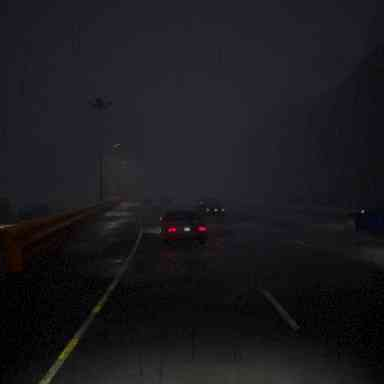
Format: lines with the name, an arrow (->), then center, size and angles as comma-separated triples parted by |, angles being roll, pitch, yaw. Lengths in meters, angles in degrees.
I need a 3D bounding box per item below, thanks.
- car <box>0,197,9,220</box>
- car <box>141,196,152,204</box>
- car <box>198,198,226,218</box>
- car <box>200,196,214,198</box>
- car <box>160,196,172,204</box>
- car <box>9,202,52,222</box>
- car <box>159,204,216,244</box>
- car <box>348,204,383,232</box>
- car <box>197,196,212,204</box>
car -> -16.594, 1.476, 27.092 | 2.150, 2.045, 5.566 | -1, 0, -10
car -> -8.396, 1.505, 61.947 | 2.128, 1.511, 4.902 | -1, 0, -10
car -> 1.371, 1.492, 28.906 | 2.033, 1.411, 5.357 | -1, 0, -12
car -> 2.238, 1.394, 41.965 | 1.882, 1.535, 5.008 | -1, 0, -11
car -> -4.957, 1.451, 62.366 | 1.882, 1.535, 5.008 | -1, 0, -9
car -> -13.153, 1.615, 27.742 | 1.882, 1.535, 5.008 | -1, 0, -10
car -> -0.494, 1.532, 15.670 | 2.033, 1.411, 5.357 | -1, 0, -7
car -> 9.843, 1.339, 16.672 | 1.882, 1.535, 5.008 | 0, 0, -6
car -> 2.312, 1.415, 61.389 | 1.812, 1.442, 4.674 | -1, 0, -9
